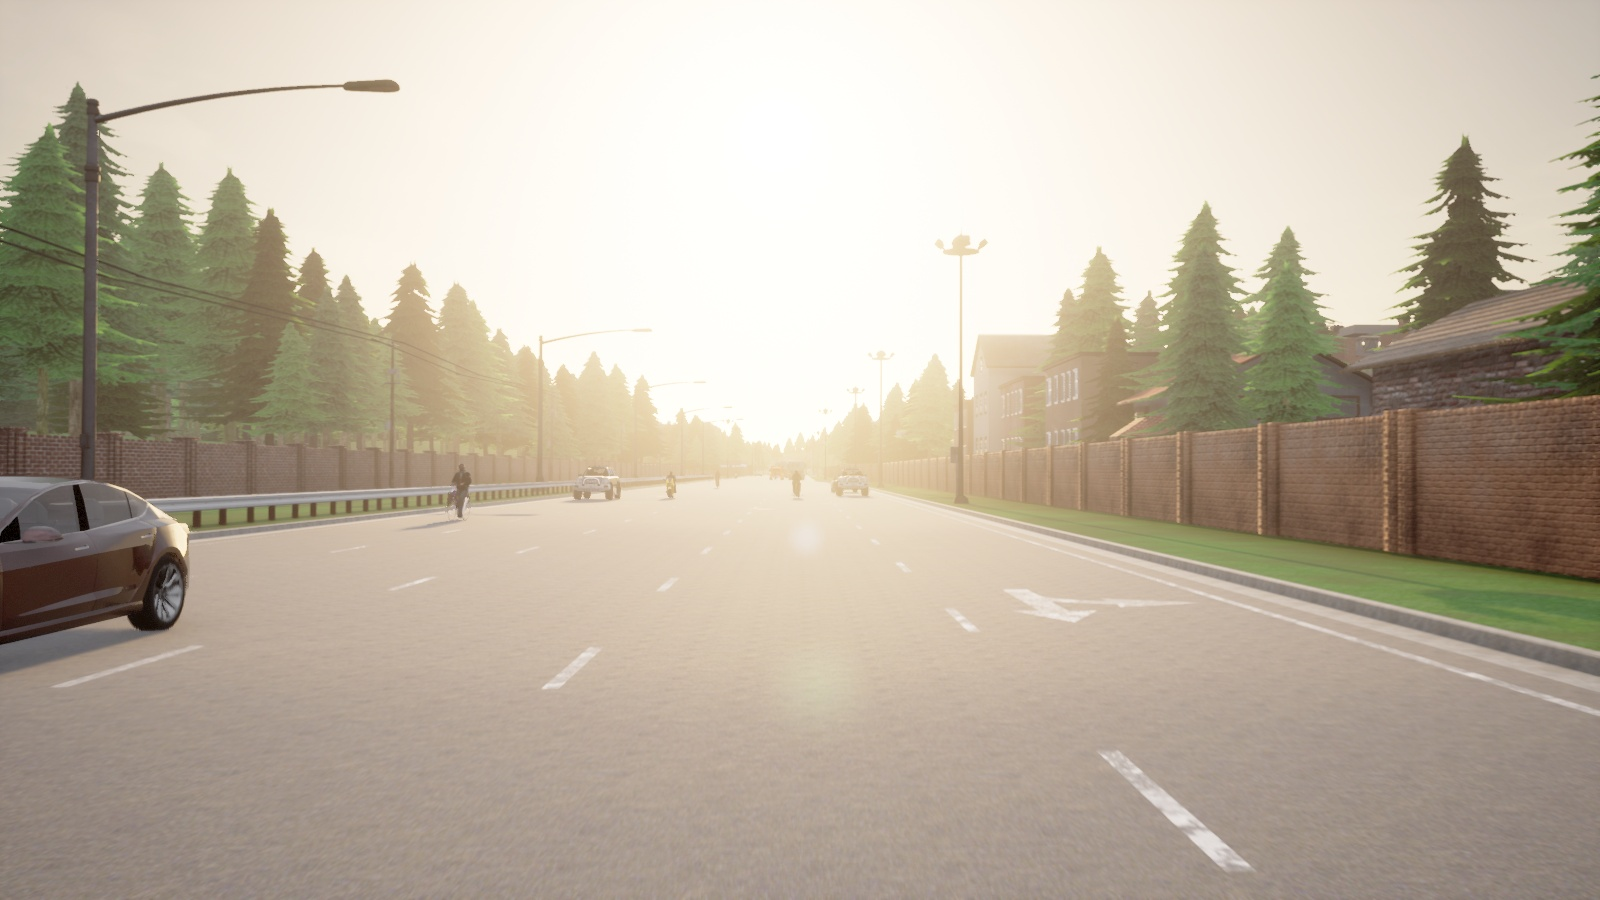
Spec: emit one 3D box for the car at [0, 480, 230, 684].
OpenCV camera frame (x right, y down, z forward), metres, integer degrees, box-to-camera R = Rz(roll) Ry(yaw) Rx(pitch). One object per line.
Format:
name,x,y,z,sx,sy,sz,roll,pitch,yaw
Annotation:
car,-7.028,1.022,10.708,2.163,1.488,4.792,0,-1,0

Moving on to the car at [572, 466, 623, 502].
car,-10.670,1.786,66.415,1.932,1.855,4.605,0,-1,0

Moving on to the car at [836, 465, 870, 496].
car,3.298,1.942,78.882,1.932,1.855,4.605,0,-2,0

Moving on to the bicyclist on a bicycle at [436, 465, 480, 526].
bicyclist on a bicycle,-10.354,1.364,38.096,0.659,1.776,1.843,0,-1,6
